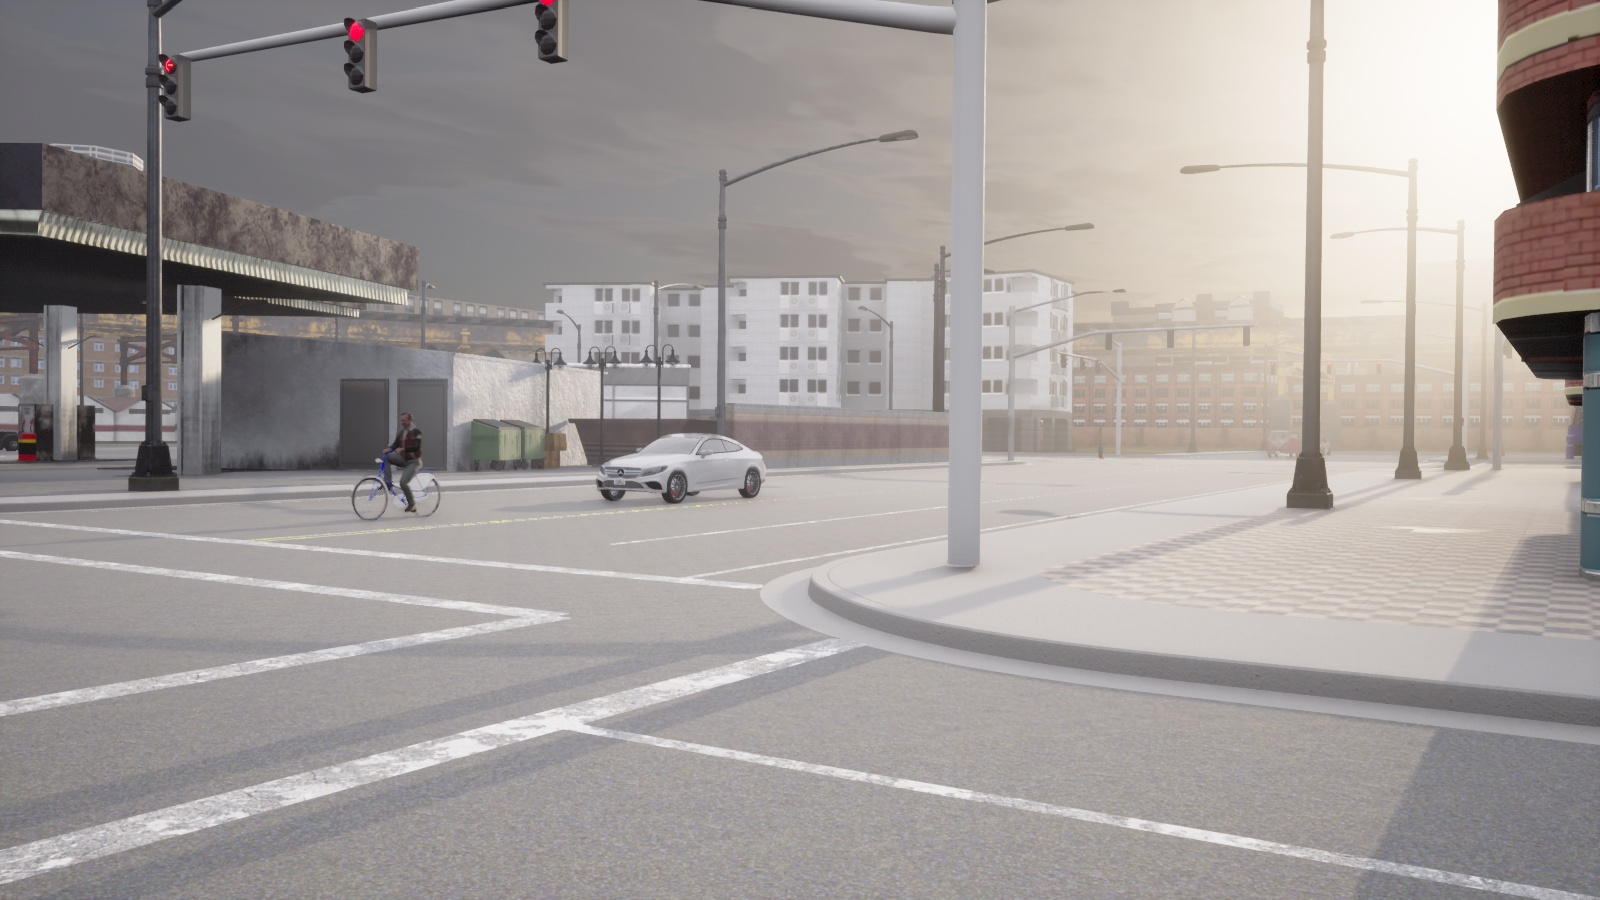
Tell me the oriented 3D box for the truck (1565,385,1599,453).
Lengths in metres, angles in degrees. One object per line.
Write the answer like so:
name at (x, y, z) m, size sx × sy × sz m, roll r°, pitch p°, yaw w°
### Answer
truck at (43.929, -1.665, 64.401) m, size 7.936 × 3.462 × 2.891 m, roll -1°, pitch 0°, yaw 32°

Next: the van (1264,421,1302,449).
van at (34.851, -1.065, 90.543) m, size 1.775 × 1.987 × 4.442 m, roll 0°, pitch 1°, yaw 31°

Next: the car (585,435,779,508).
car at (-2.468, 0.404, 27.508) m, size 1.812 × 1.442 × 4.674 m, roll 0°, pitch 1°, yaw 31°

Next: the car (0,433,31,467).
car at (-45.643, 0.009, 69.748) m, size 1.932 × 1.855 × 4.605 m, roll 0°, pitch 1°, yaw 33°

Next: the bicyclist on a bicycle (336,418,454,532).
bicyclist on a bicycle at (-6.591, 0.381, 20.545) m, size 0.659 × 1.776 × 1.843 m, roll 0°, pitch 1°, yaw 31°
